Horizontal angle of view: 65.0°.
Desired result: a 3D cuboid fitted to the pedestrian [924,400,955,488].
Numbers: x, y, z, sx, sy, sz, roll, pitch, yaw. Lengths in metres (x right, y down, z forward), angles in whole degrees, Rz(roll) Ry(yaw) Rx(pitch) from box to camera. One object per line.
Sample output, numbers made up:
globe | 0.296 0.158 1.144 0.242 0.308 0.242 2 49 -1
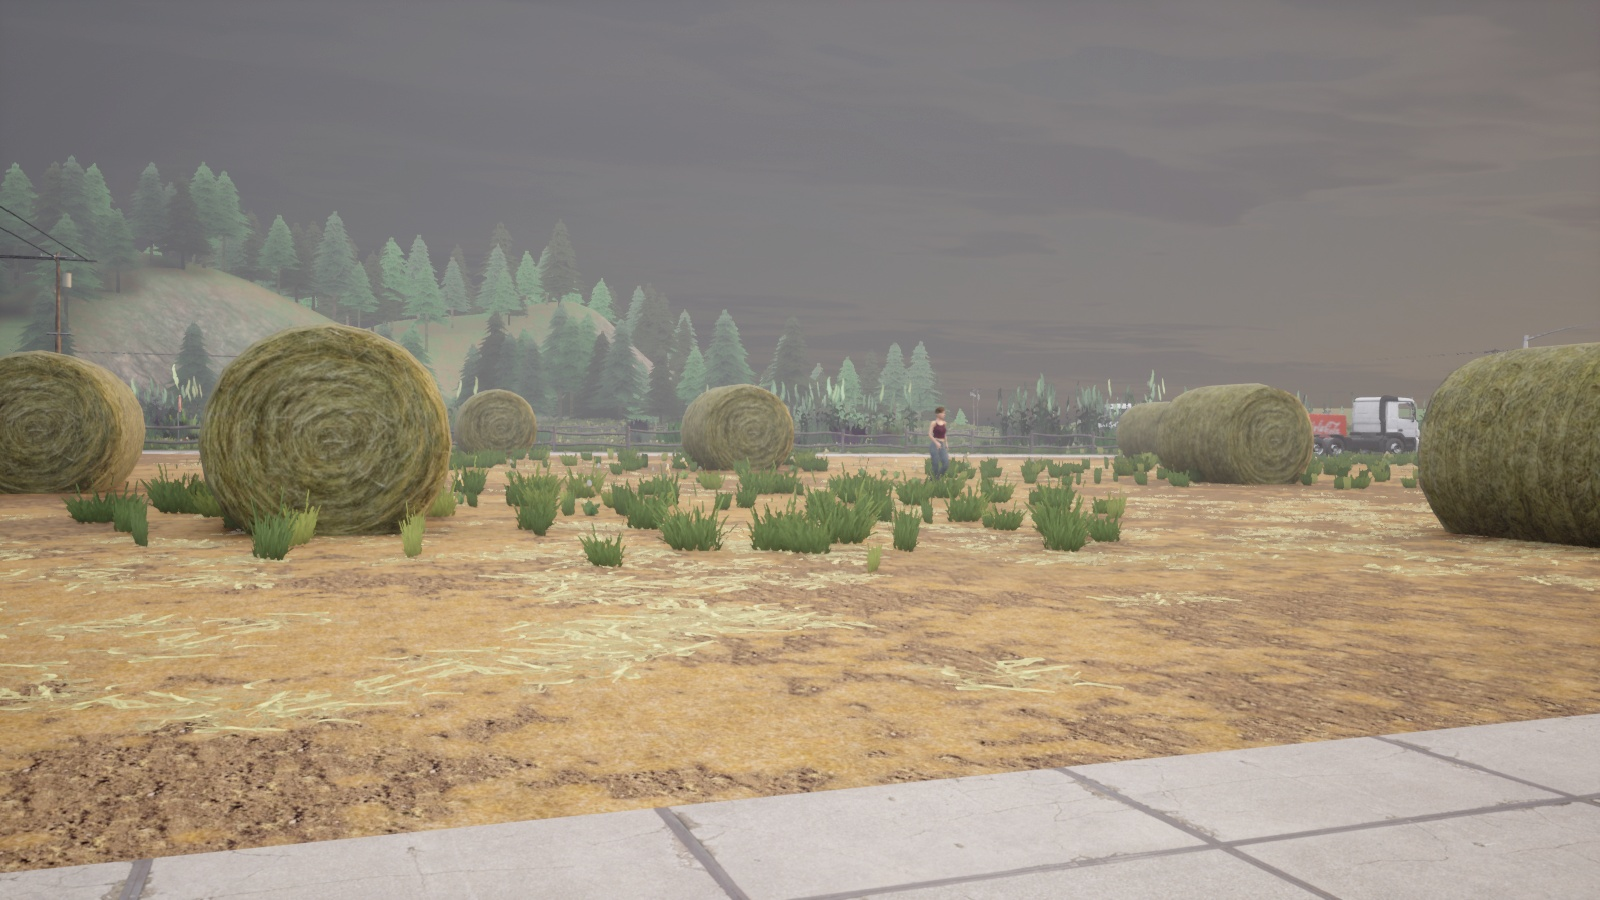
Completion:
pedestrian | 2.976 -0.133 26.820 0.345 1.836 0.594 -1 1 -33

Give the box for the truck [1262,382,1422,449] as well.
truck | 29.345 -1.891 68.005 7.936 3.462 2.891 -1 1 -17

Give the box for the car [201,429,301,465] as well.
car | -24.131 -0.149 55.368 3.806 1.475 1.970 -1 1 -17

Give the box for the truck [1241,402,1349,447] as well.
truck | 28.070 -1.451 71.284 5.204 2.467 2.627 -1 1 -17
